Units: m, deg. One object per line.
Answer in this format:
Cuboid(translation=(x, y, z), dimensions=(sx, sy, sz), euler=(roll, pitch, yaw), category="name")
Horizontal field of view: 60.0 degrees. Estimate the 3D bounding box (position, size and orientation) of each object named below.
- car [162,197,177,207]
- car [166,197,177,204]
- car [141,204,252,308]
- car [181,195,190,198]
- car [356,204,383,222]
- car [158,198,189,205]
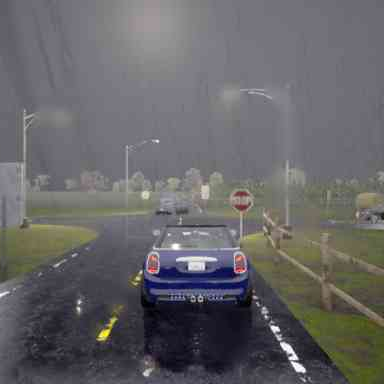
Cuboid(translation=(-3.500, 1.511, 52.498), dimensions=(2.033, 1.411, 5.357), euler=(0, 0, -1), category="car")
Cuboid(translation=(-3.750, 1.552, 62.860), dimensions=(1.895, 1.301, 4.718), euler=(0, 0, -1), category="car")
Cuboid(translation=(0.074, 1.350, 8.090), dimensions=(2.097, 1.767, 4.553), euler=(0, 0, 0), category="car")
Cuboid(translation=(-1.603, 1.446, 82.375), dimensions=(2.128, 1.511, 4.902), euler=(0, 0, -2), category="car")
Cuboid(translation=(14.666, 1.485, 24.253), dimensions=(4.902, 1.511, 2.128), euler=(0, 0, 9), category="car")
Cuboid(translation=(-1.742, 1.539, 31.433), dimensions=(1.994, 1.385, 4.181), euler=(0, 0, 30), category="car")
